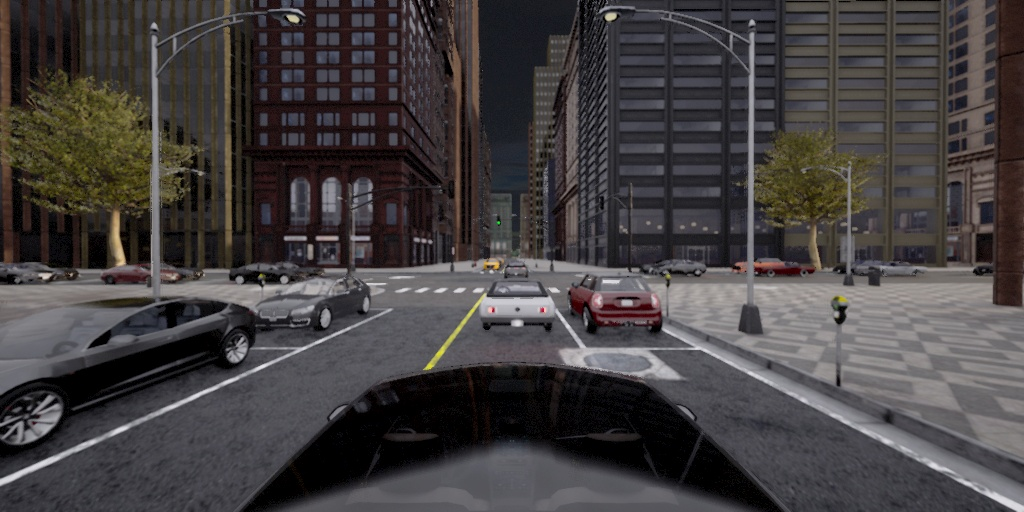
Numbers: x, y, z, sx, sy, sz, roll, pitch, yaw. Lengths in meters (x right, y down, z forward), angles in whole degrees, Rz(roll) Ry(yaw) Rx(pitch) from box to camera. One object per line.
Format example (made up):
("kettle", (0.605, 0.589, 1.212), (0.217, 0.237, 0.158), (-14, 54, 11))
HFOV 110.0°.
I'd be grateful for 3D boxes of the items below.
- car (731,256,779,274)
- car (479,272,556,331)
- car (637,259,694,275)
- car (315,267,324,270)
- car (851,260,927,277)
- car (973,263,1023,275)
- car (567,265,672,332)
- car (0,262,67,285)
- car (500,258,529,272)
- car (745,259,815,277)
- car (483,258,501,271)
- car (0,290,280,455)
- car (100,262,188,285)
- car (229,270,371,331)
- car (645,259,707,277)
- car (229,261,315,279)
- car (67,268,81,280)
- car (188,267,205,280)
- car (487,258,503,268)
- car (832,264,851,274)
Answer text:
("car", (24.296, 0.907, 35.393), (4.553, 1.767, 2.097), (0, 0, 0))
("car", (0.156, 1.322, 10.839), (1.895, 1.301, 4.718), (0, 0, 1))
("car", (15.100, 1.082, 35.451), (4.892, 1.490, 1.837), (0, 0, 0))
("car", (-17.752, 1.198, 28.942), (5.008, 1.535, 1.882), (0, 0, 0))
("car", (33.796, 1.160, 32.086), (4.718, 1.301, 1.895), (0, 0, 0))
("car", (44.114, 1.102, 31.983), (4.181, 1.385, 1.994), (0, 0, 1))
("car", (2.829, 1.160, 10.692), (1.967, 1.591, 4.097), (0, 0, 0))
("car", (-35.966, 1.292, 25.809), (4.902, 1.511, 2.128), (0, 0, 0))
("car", (0.351, 1.161, 29.839), (2.128, 1.511, 4.902), (0, 0, 1))
("car", (24.127, 1.182, 32.151), (4.718, 1.301, 1.895), (0, 0, 0))
("car", (-2.693, 1.099, 47.221), (1.882, 1.535, 5.008), (0, 0, 0))
("car", (-5.741, 1.306, 5.123), (1.948, 1.339, 4.313), (0, 0, 0))
("car", (-26.641, 1.299, 25.746), (4.674, 1.442, 1.812), (0, 0, 0))
("car", (-5.696, 1.273, 10.759), (2.007, 1.370, 4.403), (0, 0, 0))
("car", (14.859, 1.095, 32.214), (4.902, 1.511, 2.128), (0, 0, -1))
("car", (-17.361, 1.223, 25.693), (5.008, 1.535, 1.882), (0, 0, -1))
("car", (-38.146, 1.287, 29.075), (4.892, 1.490, 1.837), (0, 0, 1))
("car", (-27.741, 1.255, 29.001), (4.892, 1.490, 1.837), (0, 0, 0))
("car", (-2.634, 1.091, 56.513), (2.128, 1.511, 4.902), (0, 0, 1))
("car", (34.905, 1.078, 35.328), (5.357, 1.411, 2.033), (0, 0, 1))
